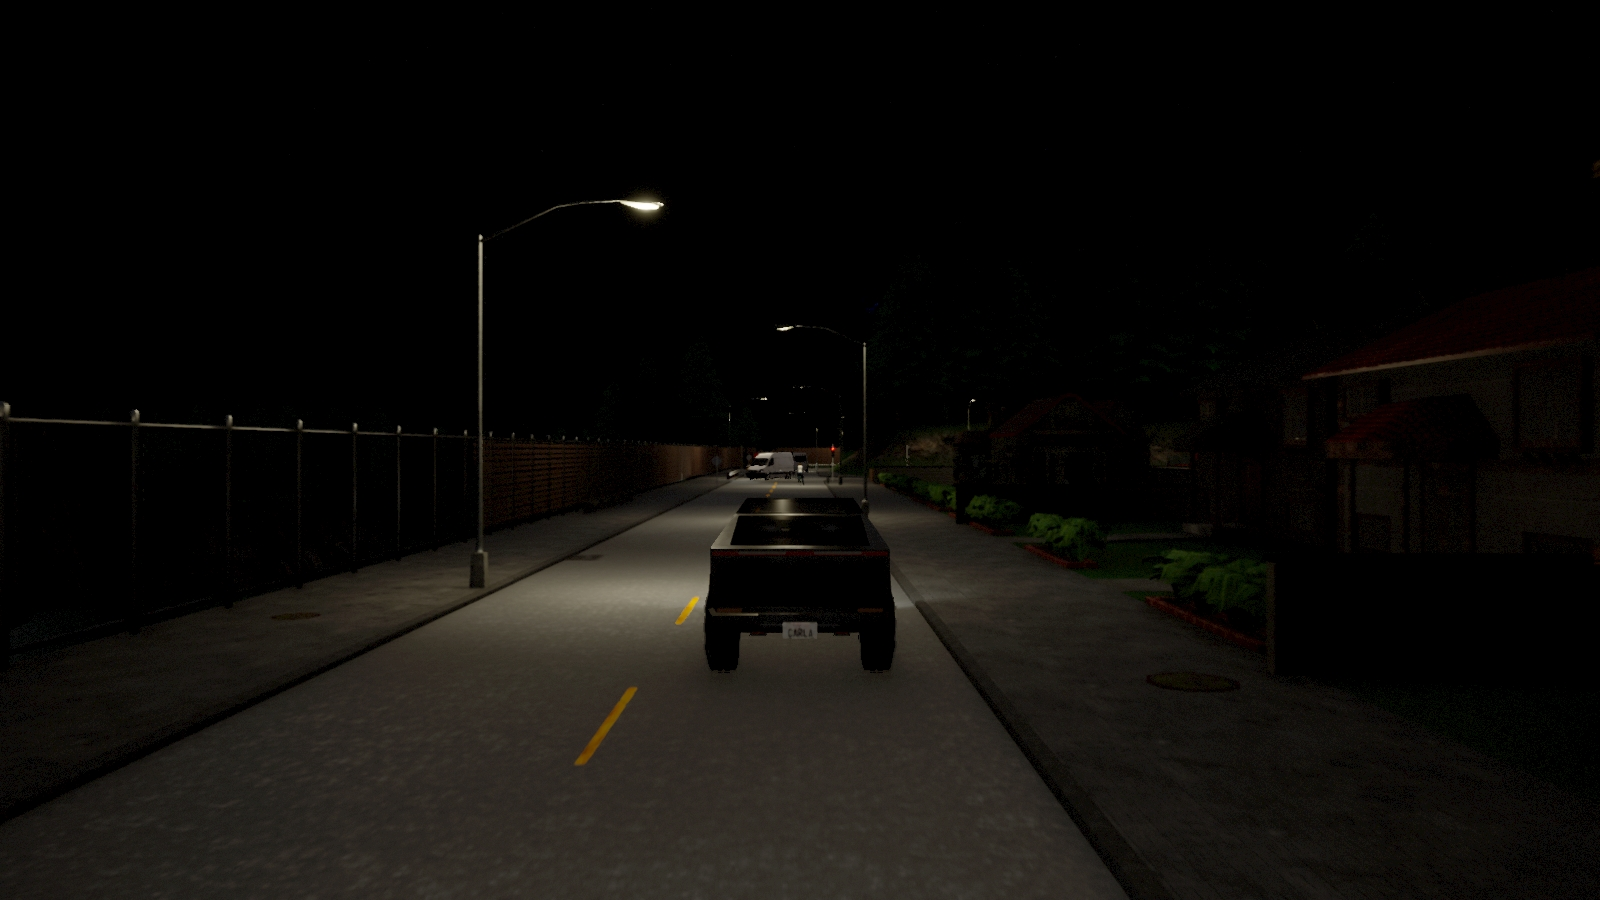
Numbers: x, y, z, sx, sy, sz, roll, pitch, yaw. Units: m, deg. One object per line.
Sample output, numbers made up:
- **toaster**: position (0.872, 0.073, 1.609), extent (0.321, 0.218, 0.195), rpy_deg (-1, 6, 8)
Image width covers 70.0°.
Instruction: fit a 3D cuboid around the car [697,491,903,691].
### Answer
- **car**: position (0.001, 1.751, 16.418), extent (2.390, 2.098, 6.274), rpy_deg (0, 0, 0)
